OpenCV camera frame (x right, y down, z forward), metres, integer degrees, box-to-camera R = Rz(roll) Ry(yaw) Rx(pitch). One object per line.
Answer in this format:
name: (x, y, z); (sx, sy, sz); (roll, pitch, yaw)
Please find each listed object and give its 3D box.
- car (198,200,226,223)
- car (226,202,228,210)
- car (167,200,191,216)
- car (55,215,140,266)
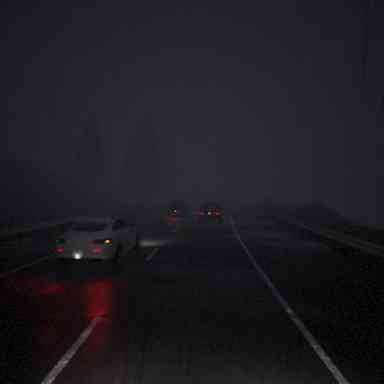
car: (1.484, 1.564, 26.134); (2.033, 1.411, 5.357); (0, 0, 5)
car: (3.658, 1.630, 42.796); (1.895, 1.301, 4.718); (0, 0, 9)
car: (-1.235, 1.523, 33.149); (1.837, 1.490, 4.892); (0, 0, 7)
car: (-3.065, 1.530, 11.503); (1.812, 1.442, 4.674); (0, 0, 2)
